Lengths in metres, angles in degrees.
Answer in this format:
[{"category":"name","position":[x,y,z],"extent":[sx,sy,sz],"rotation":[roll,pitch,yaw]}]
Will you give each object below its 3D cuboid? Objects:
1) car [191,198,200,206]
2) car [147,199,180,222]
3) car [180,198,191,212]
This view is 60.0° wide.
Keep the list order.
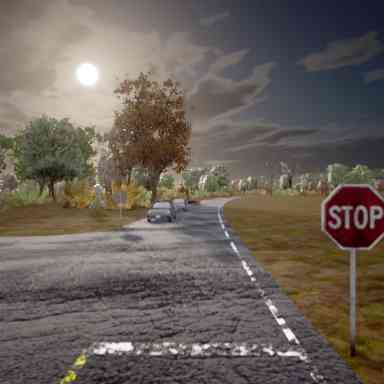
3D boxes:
[{"category":"car","position":[0.223,1.582,55.655],"extent":[1.895,1.301,4.718],"rotation":[0,0,7]},{"category":"car","position":[-2.318,1.519,26.534],"extent":[1.812,1.442,4.674],"rotation":[0,0,4]},{"category":"car","position":[-1.485,1.514,38.427],"extent":[1.812,1.442,4.674],"rotation":[0,0,5]}]
